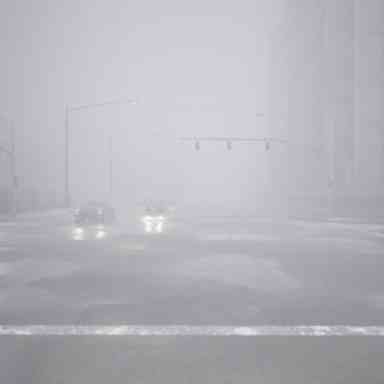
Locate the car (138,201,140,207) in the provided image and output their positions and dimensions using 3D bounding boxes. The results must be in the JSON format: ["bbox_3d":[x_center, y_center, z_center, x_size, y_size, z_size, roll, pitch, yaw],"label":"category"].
[{"bbox_3d":[-6.971,1.565,51.055,2.033,1.411,5.357,0,0,1],"label":"car"}]

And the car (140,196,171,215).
[{"bbox_3d":[-3.735,1.504,34.656,2.128,1.511,4.902,0,0,1],"label":"car"}]

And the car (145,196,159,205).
[{"bbox_3d":[-6.782,1.433,56.809,1.837,1.490,4.892,0,0,1],"label":"car"}]

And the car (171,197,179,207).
[{"bbox_3d":[-3.474,1.582,50.942,1.994,1.385,4.181,0,0,1],"label":"car"}]

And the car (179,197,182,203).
[{"bbox_3d":[-3.071,1.690,69.505,1.895,1.301,4.718,0,0,1],"label":"car"}]

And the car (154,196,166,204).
[{"bbox_3d":[-6.577,1.612,69.204,2.033,1.411,5.357,0,0,1],"label":"car"}]

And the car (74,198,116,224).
[{"bbox_3d":[-7.183,1.359,24.994,2.097,1.767,4.553,0,0,0],"label":"car"}]
